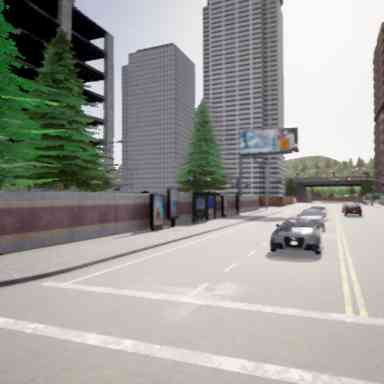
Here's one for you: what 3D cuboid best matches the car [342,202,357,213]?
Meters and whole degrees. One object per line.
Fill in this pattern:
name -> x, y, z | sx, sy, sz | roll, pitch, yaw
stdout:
car -> 23.625, 2.316, 49.987 | 1.882, 1.535, 5.008 | -1, -1, 23

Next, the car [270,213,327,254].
car -> 4.767, 1.843, 14.861 | 1.994, 1.385, 4.181 | -1, -1, 23

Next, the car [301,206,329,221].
car -> 8.661, 1.956, 23.987 | 1.812, 1.442, 4.674 | -1, -1, 23

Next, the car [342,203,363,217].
car -> 19.823, 2.166, 40.927 | 1.882, 1.535, 5.008 | -1, -1, 24

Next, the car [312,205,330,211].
car -> 12.728, 2.093, 33.539 | 1.837, 1.490, 4.892 | -1, -1, 23
